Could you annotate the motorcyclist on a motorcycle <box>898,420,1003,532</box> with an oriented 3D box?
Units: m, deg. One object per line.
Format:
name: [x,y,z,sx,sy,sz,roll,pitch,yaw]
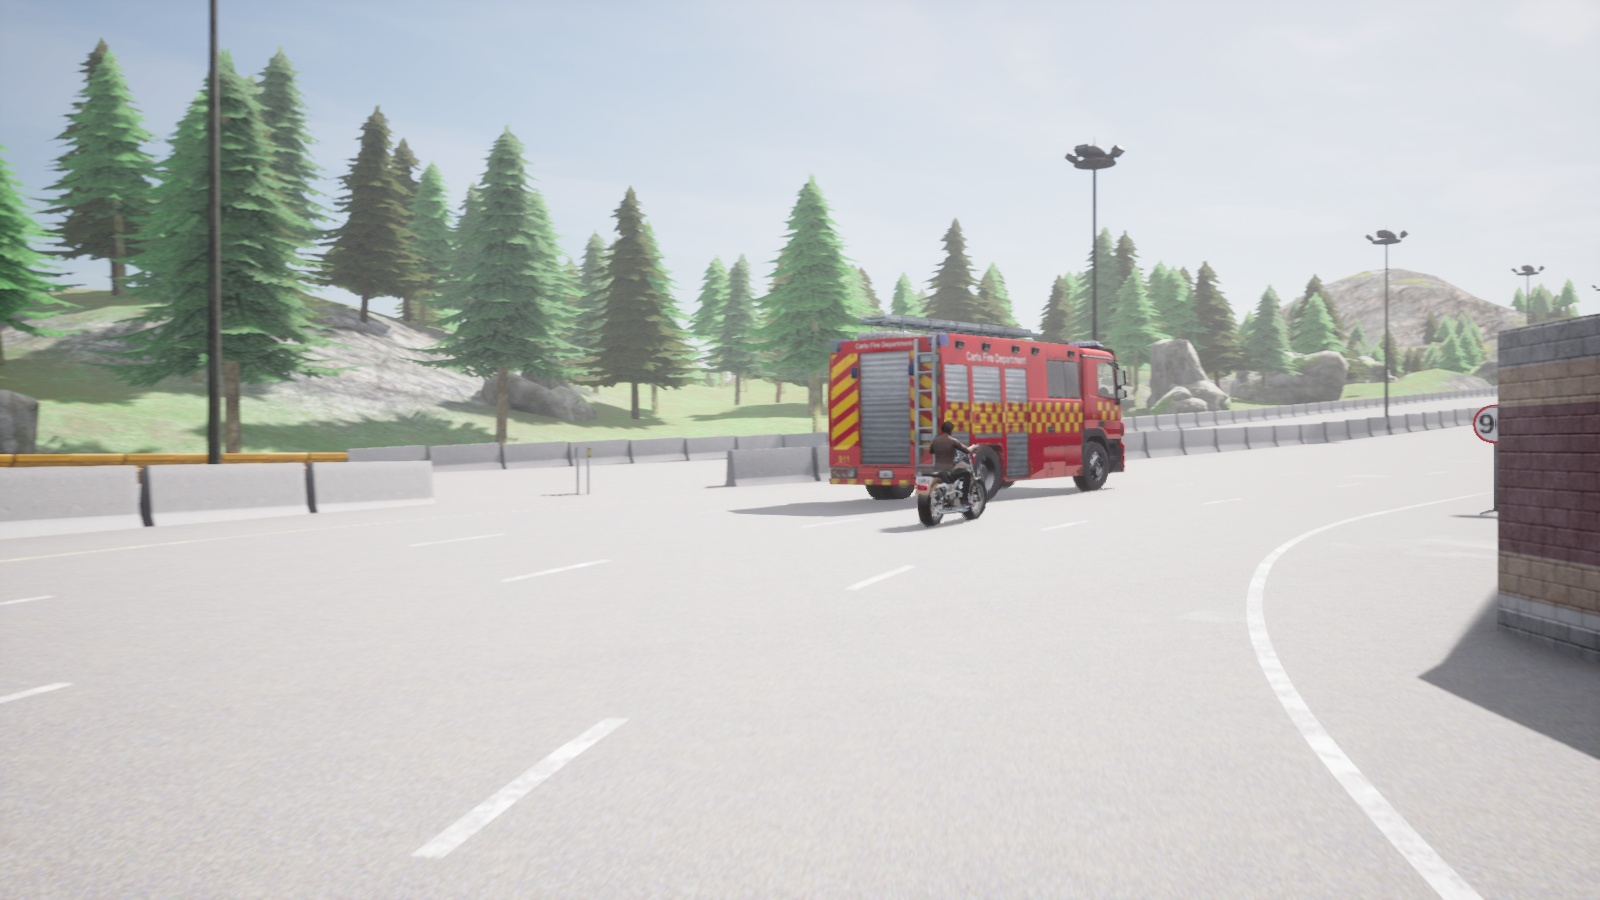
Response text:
motorcyclist on a motorcycle: [2.400,0.358,19.683,0.766,1.649,2.350,1,1,30]

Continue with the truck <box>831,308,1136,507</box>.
truck: [4.441,-0.896,28.408,2.891,3.827,8.468,0,1,39]
